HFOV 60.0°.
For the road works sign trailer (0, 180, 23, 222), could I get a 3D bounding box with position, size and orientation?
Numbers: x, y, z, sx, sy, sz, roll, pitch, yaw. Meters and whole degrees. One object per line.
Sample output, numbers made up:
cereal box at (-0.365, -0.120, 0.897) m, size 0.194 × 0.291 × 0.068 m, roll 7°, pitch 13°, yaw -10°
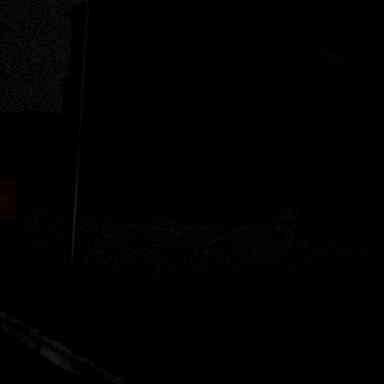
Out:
road works sign trailer at (-10.926, 0.514, 17.090) m, size 2.880 × 2.380 × 3.560 m, roll 3°, pitch 3°, yaw -7°
